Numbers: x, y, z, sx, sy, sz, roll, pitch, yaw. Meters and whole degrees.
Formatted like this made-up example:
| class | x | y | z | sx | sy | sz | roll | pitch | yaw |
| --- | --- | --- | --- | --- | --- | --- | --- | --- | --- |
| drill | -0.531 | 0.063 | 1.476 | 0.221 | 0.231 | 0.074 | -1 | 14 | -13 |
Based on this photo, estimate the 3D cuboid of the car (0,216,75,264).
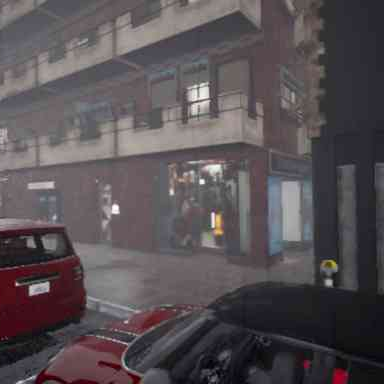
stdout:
| class | x | y | z | sx | sy | sz | roll | pitch | yaw |
| --- | --- | --- | --- | --- | --- | --- | --- | --- | --- |
| car | -3.920 | 1.343 | 5.687 | 5.009 | 1.841 | 2.192 | 0 | -1 | 35 |

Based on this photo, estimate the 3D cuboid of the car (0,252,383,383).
| class | x | y | z | sx | sy | sz | roll | pitch | yaw |
| --- | --- | --- | --- | --- | --- | --- | --- | --- | --- |
| car | 0.578 | 1.444 | 2.480 | 4.097 | 1.590 | 1.967 | 0 | -1 | 35 |
